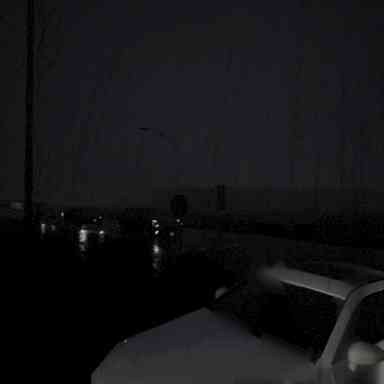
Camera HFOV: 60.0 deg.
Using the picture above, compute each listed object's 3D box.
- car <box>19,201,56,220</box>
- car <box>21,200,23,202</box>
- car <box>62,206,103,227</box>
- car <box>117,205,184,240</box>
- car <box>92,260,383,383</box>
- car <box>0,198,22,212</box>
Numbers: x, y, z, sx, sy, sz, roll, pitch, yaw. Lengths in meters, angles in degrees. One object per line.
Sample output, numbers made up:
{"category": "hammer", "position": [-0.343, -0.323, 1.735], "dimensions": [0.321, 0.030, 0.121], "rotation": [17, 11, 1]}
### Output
{"category": "car", "position": [-15.612, 2.008, 34.232], "dimensions": [2.128, 1.511, 4.902], "rotation": [0, -1, -43]}
{"category": "car", "position": [-19.882, 2.117, 42.935], "dimensions": [2.128, 1.511, 4.902], "rotation": [0, -1, -44]}
{"category": "car", "position": [-8.855, 1.912, 26.677], "dimensions": [1.837, 1.490, 4.892], "rotation": [0, -1, -41]}
{"category": "car", "position": [-2.462, 1.651, 19.087], "dimensions": [2.097, 1.767, 4.553], "rotation": [0, -1, -39]}
{"category": "car", "position": [1.303, 1.561, 3.568], "dimensions": [4.674, 1.442, 1.812], "rotation": [1, 0, -32]}
{"category": "car", "position": [-27.247, 1.955, 50.277], "dimensions": [2.150, 2.045, 5.566], "rotation": [0, -1, -45]}
